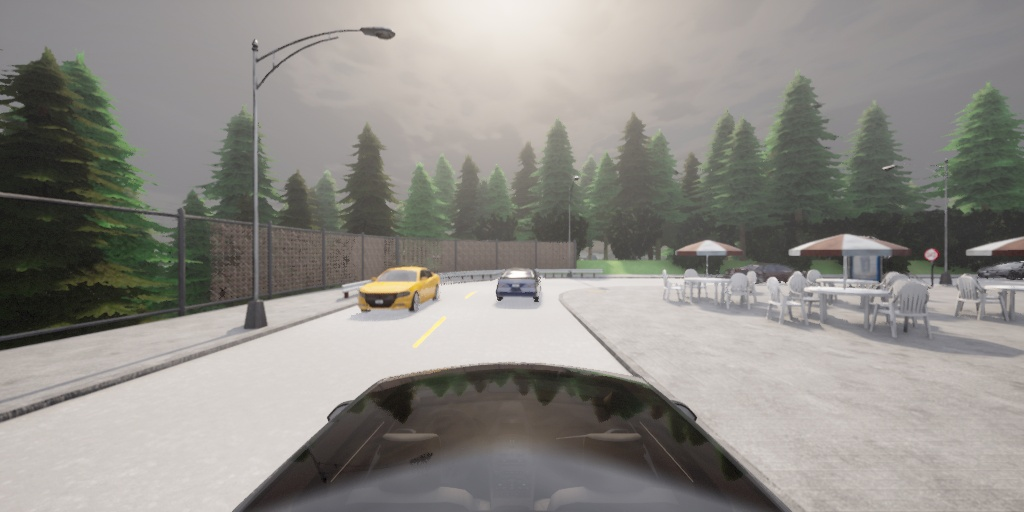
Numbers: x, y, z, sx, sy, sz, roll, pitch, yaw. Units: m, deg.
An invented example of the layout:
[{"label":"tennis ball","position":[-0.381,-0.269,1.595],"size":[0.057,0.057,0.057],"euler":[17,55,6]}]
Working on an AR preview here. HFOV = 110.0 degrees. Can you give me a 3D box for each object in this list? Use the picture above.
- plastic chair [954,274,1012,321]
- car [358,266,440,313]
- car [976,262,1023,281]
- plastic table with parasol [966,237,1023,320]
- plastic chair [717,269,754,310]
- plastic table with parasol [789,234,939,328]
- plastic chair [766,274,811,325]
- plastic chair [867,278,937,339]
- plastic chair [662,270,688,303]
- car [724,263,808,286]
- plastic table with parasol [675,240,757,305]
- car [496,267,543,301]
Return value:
[{"label":"plastic chair","position":[13.979,1.235,10.723],"size":[0.730,1.272,0.750],"euler":[0,0,10]},{"label":"car","position":[-4.140,1.169,13.850],"size":[1.882,1.535,5.008],"euler":[0,0,2]},{"label":"car","position":[39.083,1.149,27.735],"size":[4.674,1.442,1.812],"euler":[0,0,0]},{"label":"plastic table with parasol","position":[15.280,0.633,10.504],"size":[2.482,2.480,2.482],"euler":[0,0,0]},{"label":"plastic chair","position":[7.998,1.225,12.868],"size":[0.750,1.272,0.730],"euler":[0,0,10]},{"label":"plastic table with parasol","position":[9.239,0.635,9.969],"size":[2.482,2.480,2.482],"euler":[0,0,0]},{"label":"plastic chair","position":[7.760,1.238,10.158],"size":[0.730,1.272,0.750],"euler":[0,0,10]},{"label":"plastic chair","position":[9.251,1.246,8.539],"size":[0.750,1.272,0.730],"euler":[0,0,10]},{"label":"plastic chair","position":[6.506,1.194,14.486],"size":[0.730,1.272,0.750],"euler":[0,0,10]},{"label":"car","position":[17.029,1.191,23.615],"size":[5.357,1.411,2.033],"euler":[0,0,1]},{"label":"plastic table with parasol","position":[7.776,0.614,14.278],"size":[2.482,2.480,2.482],"euler":[0,0,0]},{"label":"car","position":[0.428,1.225,16.792],"size":[2.033,1.411,5.357],"euler":[0,0,6]}]
